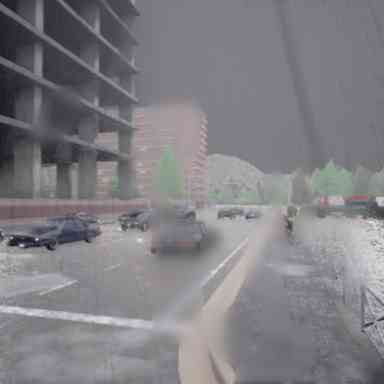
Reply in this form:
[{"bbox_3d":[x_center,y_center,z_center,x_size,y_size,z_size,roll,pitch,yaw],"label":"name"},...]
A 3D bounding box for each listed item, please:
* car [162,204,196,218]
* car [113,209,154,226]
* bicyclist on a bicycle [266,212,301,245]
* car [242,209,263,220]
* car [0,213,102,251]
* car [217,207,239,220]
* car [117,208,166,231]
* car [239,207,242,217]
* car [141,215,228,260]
[{"bbox_3d":[-1.131,2.339,37.076,2.150,2.045,5.566,0,-2,15],"label":"car"},{"bbox_3d":[-5.752,2.484,33.551,2.128,1.511,4.902,0,-2,16],"label":"car"},{"bbox_3d":[4.512,1.800,16.416,1.656,1.620,0.582,0,-2,16],"label":"bicyclist on a bicycle"},{"bbox_3d":[8.133,2.916,43.609,1.994,1.385,4.181,0,-2,16],"label":"car"},{"bbox_3d":[-6.712,2.025,17.044,2.033,1.411,5.357,0,-2,16],"label":"car"},{"bbox_3d":[4.556,2.850,43.794,1.837,1.490,4.892,0,-2,15],"label":"car"},{"bbox_3d":[-4.008,2.293,26.776,1.837,1.490,4.892,0,-2,15],"label":"car"},{"bbox_3d":[7.320,3.154,53.747,2.128,1.511,4.902,0,-2,16],"label":"car"},{"bbox_3d":[-0.042,1.968,14.471,2.033,1.411,5.357,0,-2,17],"label":"car"}]
